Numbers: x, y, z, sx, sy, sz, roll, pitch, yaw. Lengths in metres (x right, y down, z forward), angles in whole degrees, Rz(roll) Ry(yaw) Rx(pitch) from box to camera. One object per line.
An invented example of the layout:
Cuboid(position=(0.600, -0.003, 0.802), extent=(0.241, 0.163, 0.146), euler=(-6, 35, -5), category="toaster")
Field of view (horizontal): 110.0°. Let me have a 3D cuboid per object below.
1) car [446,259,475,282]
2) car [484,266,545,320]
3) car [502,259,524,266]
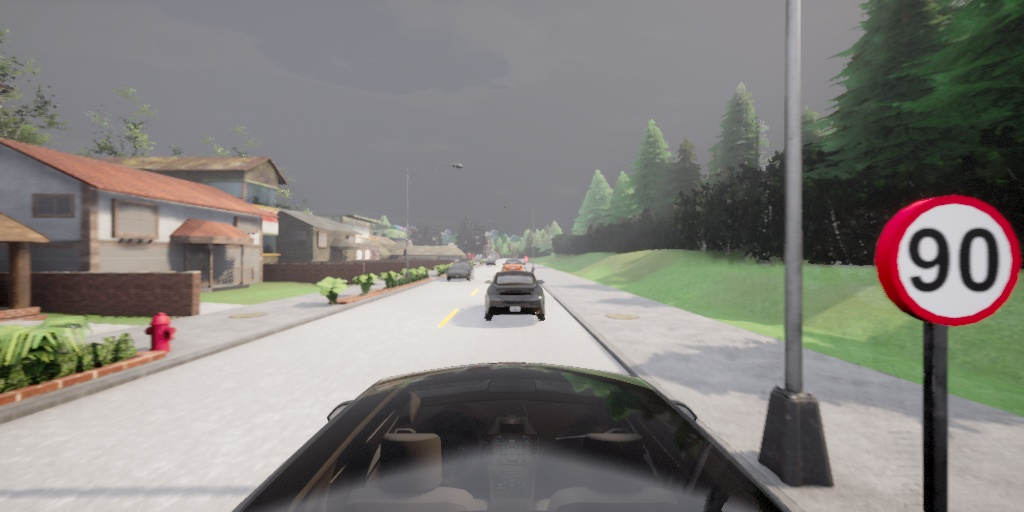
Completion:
Cuboid(position=(-4.114, 1.259, 29.282), extent=(1.837, 1.490, 4.892), euler=(0, 0, 0), category="car")
Cuboid(position=(0.094, 1.256, 12.567), extent=(1.837, 1.490, 4.892), euler=(0, 0, 0), category="car")
Cuboid(position=(0.078, 1.105, 35.496), extent=(2.097, 1.767, 4.553), euler=(0, 0, 0), category="car")
